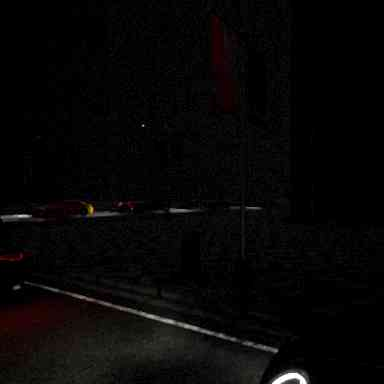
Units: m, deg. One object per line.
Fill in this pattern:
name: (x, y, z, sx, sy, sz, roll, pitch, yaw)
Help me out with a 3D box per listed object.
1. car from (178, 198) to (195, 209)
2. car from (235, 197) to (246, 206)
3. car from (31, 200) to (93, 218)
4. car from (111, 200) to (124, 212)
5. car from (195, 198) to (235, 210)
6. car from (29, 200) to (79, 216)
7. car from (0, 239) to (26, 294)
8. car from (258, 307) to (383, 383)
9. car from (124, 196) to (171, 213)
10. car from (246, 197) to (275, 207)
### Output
car: (0.275, 1.517, 45.236, 4.674, 1.442, 1.812, 0, 0, -42)
car: (8.058, 1.491, 52.079, 4.902, 1.511, 2.128, 0, 0, -41)
car: (-11.616, 1.473, 30.368, 5.008, 1.535, 1.882, 0, 0, -43)
car: (-7.087, 1.341, 38.722, 4.553, 1.767, 2.097, 0, 0, -42)
car: (3.045, 1.600, 43.349, 4.718, 1.301, 1.895, 0, 0, -41)
car: (-13.606, 1.552, 32.954, 4.181, 1.385, 1.994, 0, 0, -42)
car: (-5.856, 1.495, 7.568, 5.008, 1.535, 1.882, 0, 0, 33)
car: (2.591, 1.349, 1.803, 4.553, 1.767, 2.097, 0, 0, 35)
car: (-4.503, 1.487, 36.672, 4.902, 1.511, 2.128, 0, 0, -42)
car: (10.694, 1.532, 50.068, 4.674, 1.442, 1.812, 0, 0, -40)
